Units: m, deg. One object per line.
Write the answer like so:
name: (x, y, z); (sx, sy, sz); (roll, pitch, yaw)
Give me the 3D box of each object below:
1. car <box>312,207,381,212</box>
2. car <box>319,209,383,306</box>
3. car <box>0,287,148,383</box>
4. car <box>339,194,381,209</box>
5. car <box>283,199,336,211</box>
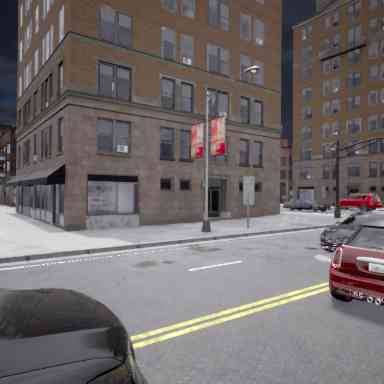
car: (6.811, 1.511, 12.525); (4.892, 1.490, 1.837); (1, 0, -34)
car: (4.967, 1.355, 7.078); (4.553, 1.767, 2.097); (0, 0, -36)
car: (-2.846, 1.221, 1.405); (5.566, 2.045, 2.150); (0, 0, -36)
car: (19.479, 1.239, 39.690); (2.150, 2.045, 5.566); (1, 0, -36)
car: (12.823, 1.468, 37.445); (2.033, 1.411, 5.357); (1, 0, -36)
